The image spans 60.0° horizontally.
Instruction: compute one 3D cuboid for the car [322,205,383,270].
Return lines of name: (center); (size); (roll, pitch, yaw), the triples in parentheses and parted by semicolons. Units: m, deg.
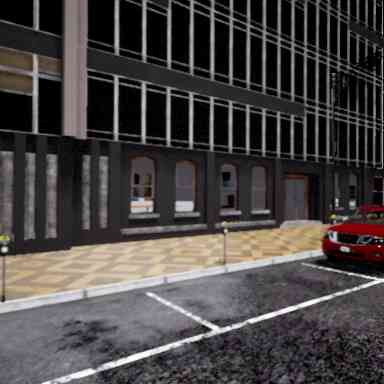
car: (6.545, 1.377, 11.235); (5.009, 1.841, 2.192); (0, 0, -36)
